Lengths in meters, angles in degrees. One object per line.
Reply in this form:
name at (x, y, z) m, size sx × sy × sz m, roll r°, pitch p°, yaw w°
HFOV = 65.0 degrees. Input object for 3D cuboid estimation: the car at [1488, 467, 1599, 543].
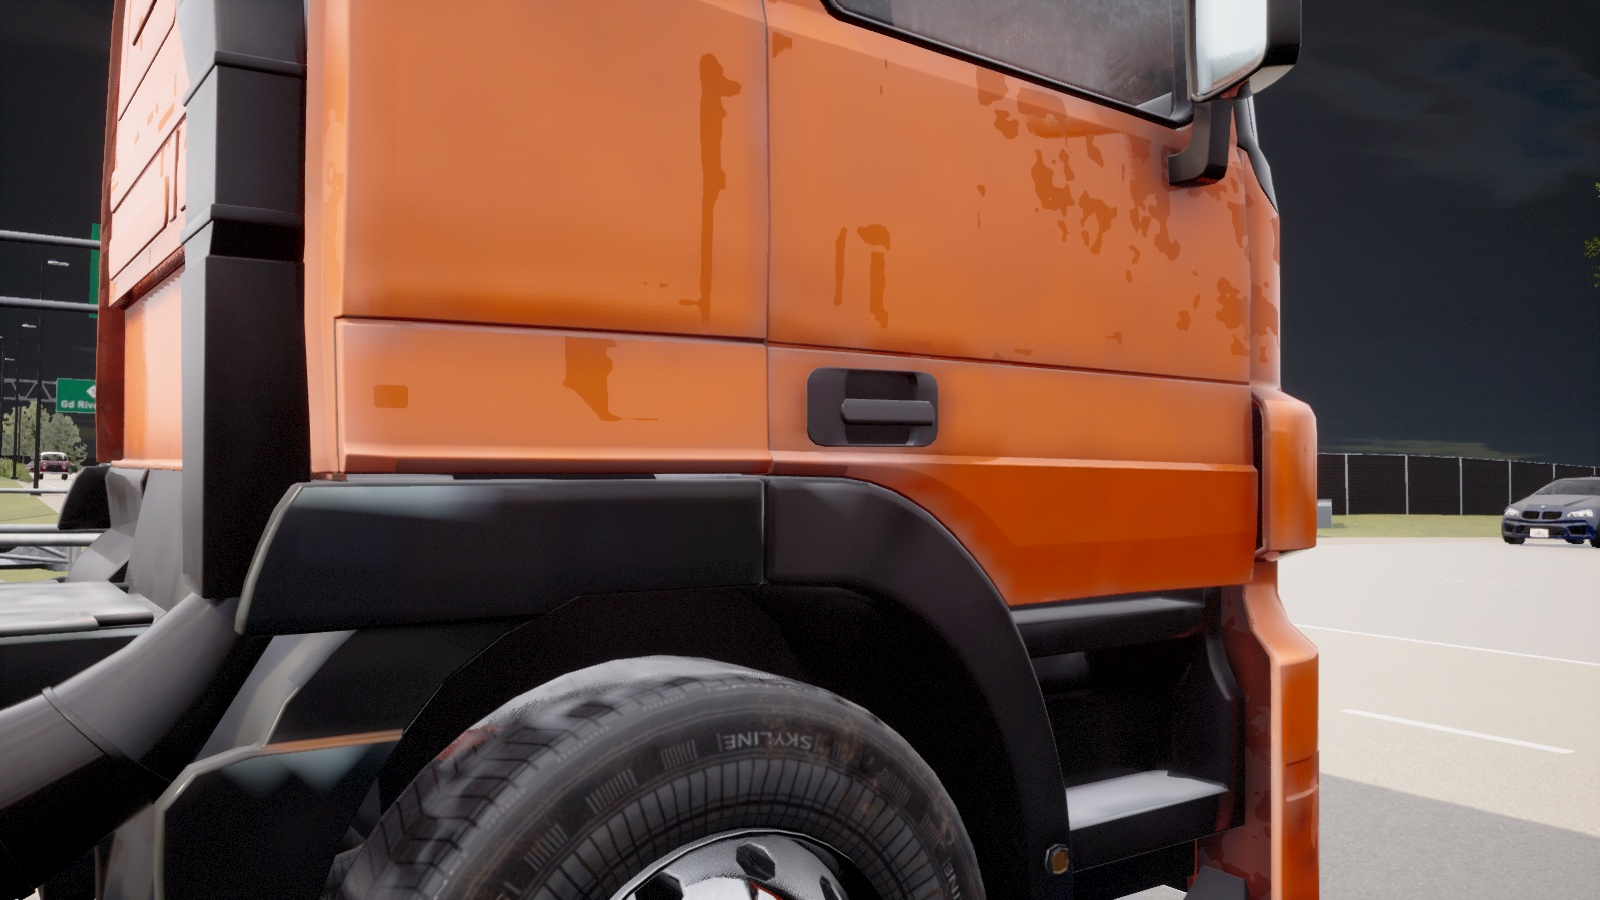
car at (18.673, 1.308, 29.802) m, size 4.611 × 1.667 × 2.242 m, roll 2°, pitch -2°, yaw -34°

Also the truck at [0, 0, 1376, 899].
truck at (-2.775, -0.220, 1.804) m, size 7.936 × 3.462 × 2.891 m, roll 0°, pitch 0°, yaw -35°
